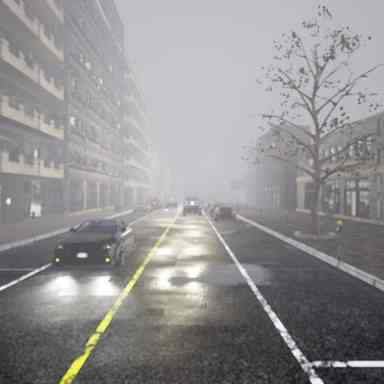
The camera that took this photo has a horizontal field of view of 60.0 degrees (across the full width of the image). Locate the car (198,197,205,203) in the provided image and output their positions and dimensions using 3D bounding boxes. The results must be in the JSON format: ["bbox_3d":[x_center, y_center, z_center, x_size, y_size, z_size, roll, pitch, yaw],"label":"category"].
[{"bbox_3d":[2.503,2.165,90.182,1.752,1.417,4.829,0,0,0],"label":"car"}]

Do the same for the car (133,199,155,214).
[{"bbox_3d":[-5.773,1.829,38.730,1.802,1.307,4.206,0,0,0],"label":"car"}]

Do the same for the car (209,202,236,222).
[{"bbox_3d":[2.631,1.751,27.351,1.802,1.307,4.206,0,0,0],"label":"car"}]

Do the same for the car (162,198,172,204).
[{"bbox_3d":[-5.854,2.110,78.606,1.947,1.339,4.313,0,0,0],"label":"car"}]

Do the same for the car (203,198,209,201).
[{"bbox_3d":[2.595,1.727,44.441,1.967,1.590,4.097,0,0,0],"label":"car"}]

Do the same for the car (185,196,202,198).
[{"bbox_3d":[-0.022,1.508,44.399,2.150,2.045,5.566,0,0,0],"label":"car"}]

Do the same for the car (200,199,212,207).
[{"bbox_3d":[2.562,1.962,61.530,2.008,1.369,4.403,0,0,0],"label":"car"}]

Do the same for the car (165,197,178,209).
[{"bbox_3d":[-3.185,1.945,52.419,1.895,1.301,4.718,0,0,0],"label":"car"}]

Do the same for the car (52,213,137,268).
[{"bbox_3d":[-3.125,1.632,11.449,1.994,1.385,4.181,0,0,0],"label":"car"}]

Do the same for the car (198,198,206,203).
[{"bbox_3d":[2.515,2.135,84.315,1.887,1.381,4.507,0,0,0],"label":"car"}]

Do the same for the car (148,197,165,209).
[{"bbox_3d":[-5.797,1.642,50.125,2.192,1.841,5.009,0,0,0],"label":"car"}]

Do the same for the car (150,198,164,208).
[{"bbox_3d":[-5.808,1.809,55.821,1.967,1.590,4.097,0,0,0],"label":"car"}]

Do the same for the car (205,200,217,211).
[{"bbox_3d":[2.620,1.773,33.047,1.947,1.339,4.313,0,0,0],"label":"car"}]

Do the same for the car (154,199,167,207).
[{"bbox_3d":[-5.819,1.962,61.517,2.008,1.369,4.403,0,0,0],"label":"car"}]

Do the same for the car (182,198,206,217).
[{"bbox_3d":[0.023,1.708,34.295,2.128,1.511,4.902,0,0,0],"label":"car"}]

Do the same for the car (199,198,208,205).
[{"bbox_3d":[2.538,2.043,72.921,1.887,1.381,4.507,0,0,0],"label":"car"}]
